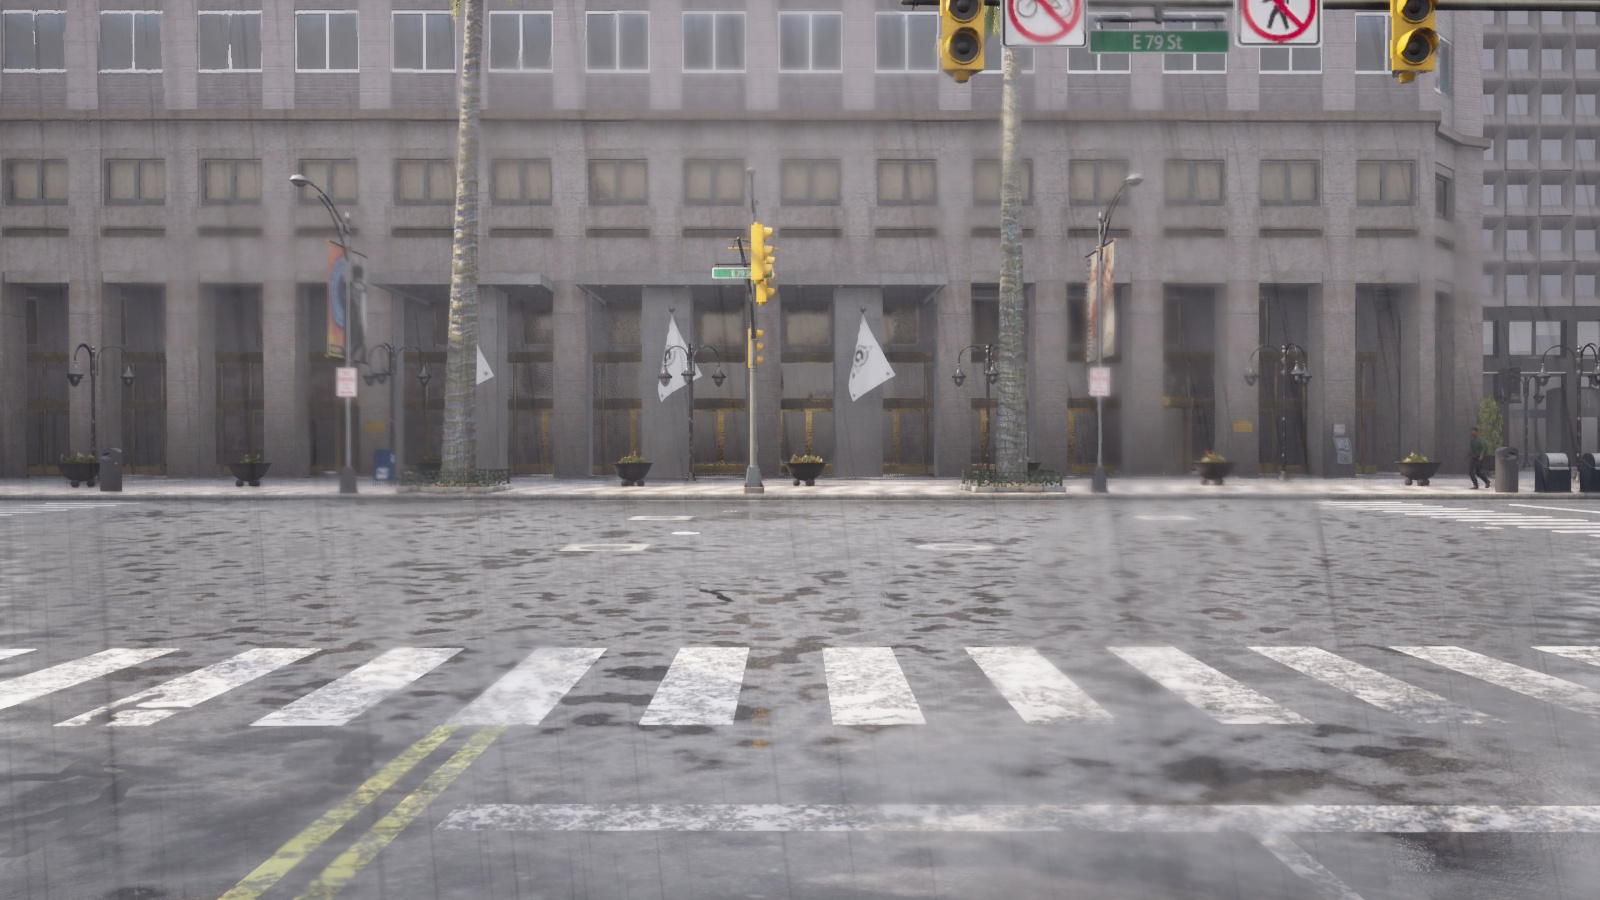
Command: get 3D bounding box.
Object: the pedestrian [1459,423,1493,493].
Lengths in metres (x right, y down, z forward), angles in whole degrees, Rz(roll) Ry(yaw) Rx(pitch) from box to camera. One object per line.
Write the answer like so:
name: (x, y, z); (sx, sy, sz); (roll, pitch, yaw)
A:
pedestrian: (19.005, 0.219, 35.288); (0.788, 1.949, 0.423); (0, 0, -20)
